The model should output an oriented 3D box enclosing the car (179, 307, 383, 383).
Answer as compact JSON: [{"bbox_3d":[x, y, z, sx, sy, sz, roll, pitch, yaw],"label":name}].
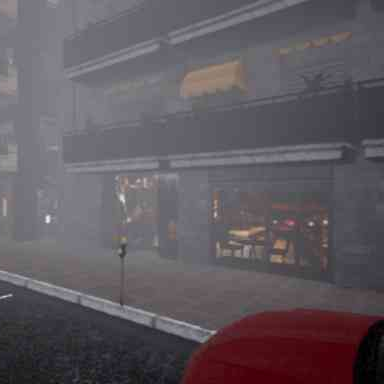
[{"bbox_3d":[2.137,1.316,1.347,5.009,1.841,2.192,0,0,36],"label":"car"}]
